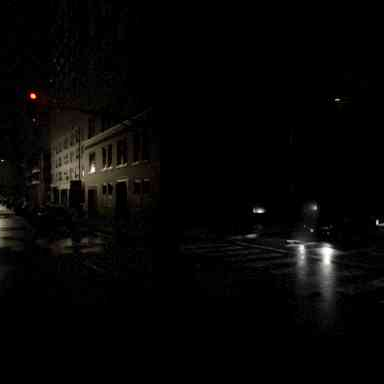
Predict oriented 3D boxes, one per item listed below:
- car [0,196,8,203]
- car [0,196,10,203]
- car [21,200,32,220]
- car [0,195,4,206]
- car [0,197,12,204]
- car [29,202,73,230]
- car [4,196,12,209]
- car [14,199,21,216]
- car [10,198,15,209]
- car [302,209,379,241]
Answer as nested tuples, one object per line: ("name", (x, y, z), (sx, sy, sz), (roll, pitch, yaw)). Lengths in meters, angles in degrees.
("car", (-41.315, 1.559, 72.450), (1.947, 1.339, 4.313), (1, 0, -32))
("car", (-38.359, 1.576, 67.775), (1.802, 1.307, 4.206), (1, 0, -32))
("car", (-11.753, 1.547, 25.706), (1.887, 1.381, 4.507), (1, 0, -32))
("car", (-29.490, 1.550, 53.752), (2.008, 1.369, 4.403), (1, 0, -32))
("car", (-35.402, 1.562, 63.101), (1.947, 1.339, 4.313), (1, 0, -32))
("car", (-8.797, 1.568, 21.031), (1.947, 1.339, 4.313), (1, 0, -32))
("car", (-23.578, 1.567, 44.403), (1.947, 1.339, 4.313), (1, 0, -32))
("car", (-14.709, 1.553, 30.380), (2.008, 1.369, 4.403), (1, 0, -32))
("car", (-17.665, 1.547, 35.054), (1.887, 1.381, 4.507), (1, 0, -32))
("car", (7.930, 1.668, 17.625), (4.892, 1.490, 1.837), (0, -1, -33))
